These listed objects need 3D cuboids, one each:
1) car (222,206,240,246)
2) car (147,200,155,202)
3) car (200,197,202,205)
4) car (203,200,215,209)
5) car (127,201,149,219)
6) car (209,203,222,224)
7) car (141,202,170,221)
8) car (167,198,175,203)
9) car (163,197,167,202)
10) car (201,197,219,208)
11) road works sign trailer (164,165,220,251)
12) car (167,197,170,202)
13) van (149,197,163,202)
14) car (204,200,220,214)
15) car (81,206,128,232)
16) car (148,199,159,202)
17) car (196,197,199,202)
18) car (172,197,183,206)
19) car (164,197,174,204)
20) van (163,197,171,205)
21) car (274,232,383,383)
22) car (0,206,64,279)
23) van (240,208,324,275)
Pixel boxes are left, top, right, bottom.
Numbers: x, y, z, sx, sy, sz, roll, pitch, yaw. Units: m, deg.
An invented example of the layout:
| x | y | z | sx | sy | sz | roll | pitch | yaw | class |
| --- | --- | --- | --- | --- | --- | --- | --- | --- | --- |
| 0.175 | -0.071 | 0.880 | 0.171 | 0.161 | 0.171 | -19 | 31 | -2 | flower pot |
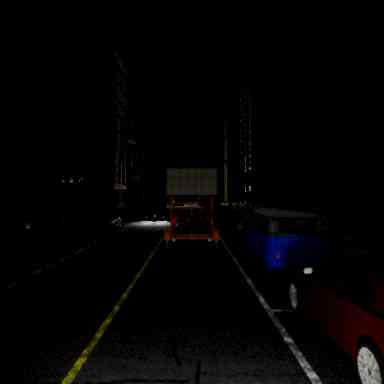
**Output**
| x | y | z | sx | sy | sz | roll | pitch | yaw | class |
| --- | --- | --- | --- | --- | --- | --- | --- | --- | --- |
| 2.752 | 1.589 | 16.126 | 1.967 | 1.590 | 4.097 | 0 | -1 | 0 | car |
| -5.789 | 1.946 | 38.541 | 1.802 | 1.307 | 4.206 | 0 | -1 | 0 | car |
| 2.728 | 1.789 | 49.780 | 2.192 | 1.841 | 5.009 | 0 | -1 | 0 | car |
| 2.724 | 2.056 | 55.557 | 1.752 | 1.417 | 4.829 | 0 | -1 | 0 | car |
| -5.785 | 1.860 | 32.932 | 2.008 | 1.369 | 4.403 | 0 | -1 | 0 | car |
| 2.744 | 1.821 | 27.342 | 1.947 | 1.339 | 4.313 | 0 | -1 | 0 | car |
| -3.119 | 1.845 | 30.035 | 1.994 | 1.385 | 4.181 | 0 | -1 | 0 | car |
| -5.829 | 2.473 | 94.633 | 2.008 | 1.369 | 4.403 | 0 | -1 | 0 | car |
| -5.801 | 1.970 | 55.370 | 1.967 | 1.590 | 4.097 | 0 | -1 | 0 | car |
| 2.732 | 1.733 | 44.171 | 2.192 | 1.841 | 5.009 | 0 | -1 | 0 | car |
| -0.011 | 0.602 | 14.857 | 2.380 | 3.560 | 2.880 | 0 | -1 | 0 | road works sign trailer |
| -5.805 | 1.900 | 60.980 | 2.192 | 1.841 | 5.009 | 0 | -1 | 0 | car |
| -5.797 | 1.815 | 49.761 | 1.690 | 1.788 | 3.998 | 0 | -1 | 0 | van |
| 2.736 | 1.945 | 38.560 | 1.802 | 1.307 | 4.206 | 0 | -1 | 0 | car |
| -5.777 | 1.768 | 21.713 | 1.947 | 1.339 | 4.313 | 0 | -1 | 0 | car |
| -5.793 | 1.942 | 43.981 | 1.752 | 1.417 | 4.829 | 0 | -1 | 0 | car |
| 2.708 | 2.068 | 77.824 | 2.192 | 1.841 | 5.009 | 0 | -1 | 0 | car |
| -3.051 | 2.042 | 71.724 | 2.097 | 1.767 | 4.553 | 0 | -1 | 0 | car |
| -5.821 | 2.124 | 83.417 | 2.192 | 1.841 | 5.009 | 0 | -1 | 0 | car |
| -5.817 | 2.094 | 77.808 | 1.690 | 1.788 | 3.998 | 0 | -1 | 0 | van |
| 2.760 | 1.591 | 4.907 | 1.887 | 1.381 | 4.507 | 0 | -1 | 0 | car |
| -5.769 | 1.413 | 10.497 | 2.192 | 1.841 | 5.009 | 0 | -1 | 0 | car |
| 2.756 | 1.439 | 10.518 | 1.690 | 1.788 | 3.998 | 0 | -1 | 0 | van |
